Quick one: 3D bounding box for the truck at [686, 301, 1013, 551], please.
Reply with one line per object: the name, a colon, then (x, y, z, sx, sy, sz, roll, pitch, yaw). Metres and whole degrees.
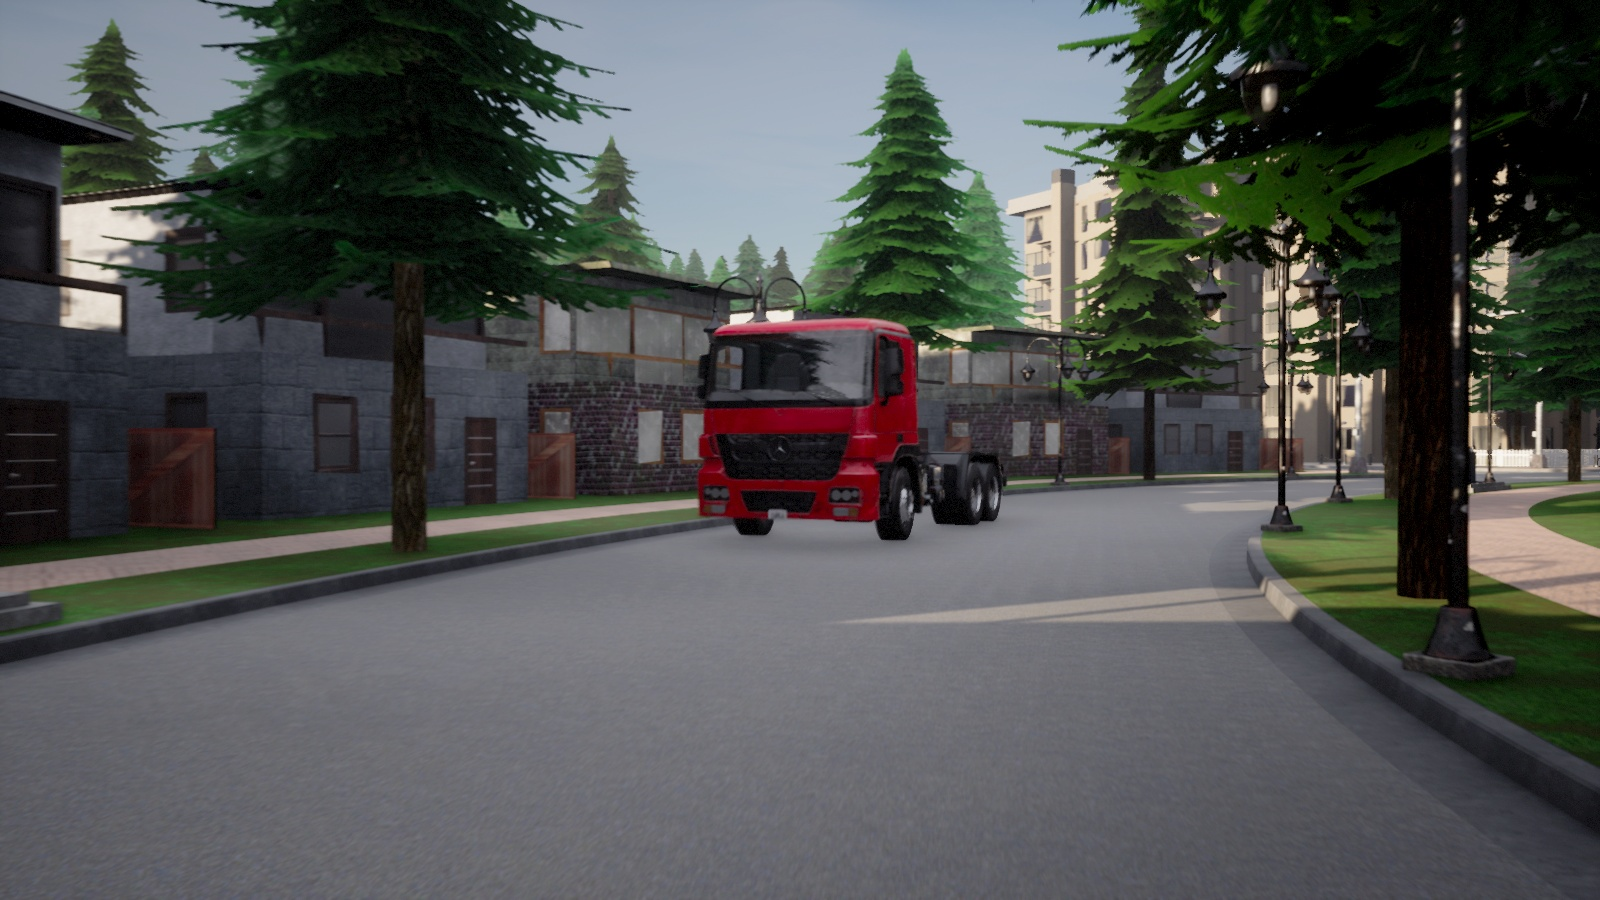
truck: (1.247, -0.356, 21.607, 2.891, 3.462, 7.936, 0, 0, 24)
